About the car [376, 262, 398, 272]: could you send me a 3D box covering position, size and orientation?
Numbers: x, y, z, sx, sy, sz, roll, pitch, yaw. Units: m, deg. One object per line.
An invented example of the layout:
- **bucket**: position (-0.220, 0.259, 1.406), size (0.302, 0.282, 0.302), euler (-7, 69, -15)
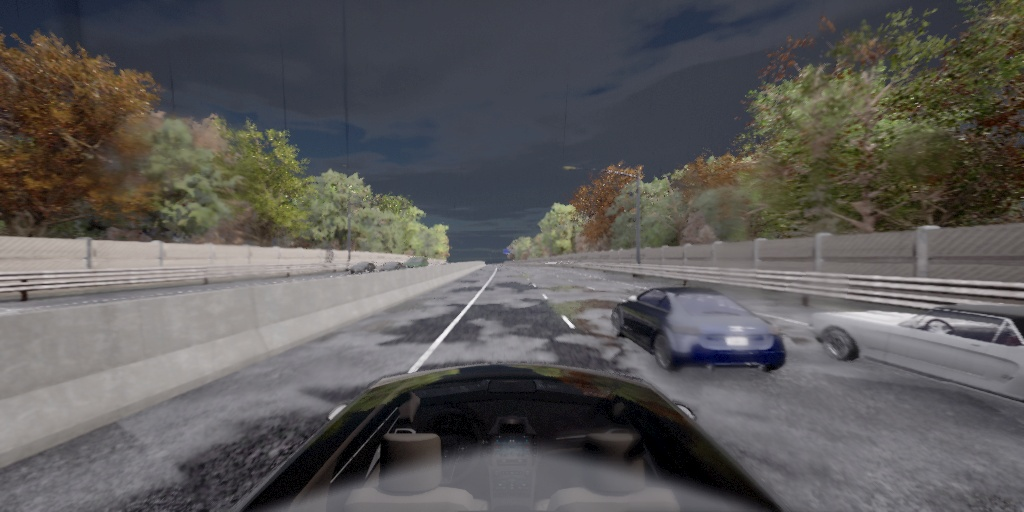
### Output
- **car**: position (-14.533, 1.476, 43.799), size (1.837, 1.490, 4.892), euler (0, 0, -1)

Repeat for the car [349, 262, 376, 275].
- **car**: position (-18.033, 1.480, 43.691), size (1.837, 1.490, 4.892), euler (0, 0, -1)

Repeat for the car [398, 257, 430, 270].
- **car**: position (-10.980, 1.177, 41.356), size (2.150, 2.045, 5.566), euler (0, 0, -1)

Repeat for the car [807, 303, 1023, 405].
- **car**: position (7.095, 1.359, 5.319), size (1.895, 1.301, 4.718), euler (0, 0, 0)

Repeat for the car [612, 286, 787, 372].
- **car**: position (3.587, 1.339, 7.723), size (1.994, 1.385, 4.181), euler (0, 0, 0)
